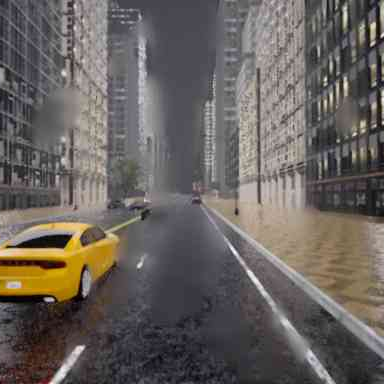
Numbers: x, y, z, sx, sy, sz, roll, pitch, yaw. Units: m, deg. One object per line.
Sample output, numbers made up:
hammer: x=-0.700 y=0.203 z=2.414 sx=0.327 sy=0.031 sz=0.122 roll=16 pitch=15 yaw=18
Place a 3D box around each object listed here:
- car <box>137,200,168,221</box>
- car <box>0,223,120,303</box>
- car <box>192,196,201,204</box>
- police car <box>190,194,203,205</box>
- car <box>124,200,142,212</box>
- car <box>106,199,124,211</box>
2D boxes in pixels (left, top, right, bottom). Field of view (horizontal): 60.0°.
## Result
car: x=-3.142 y=1.650 z=28.525 sx=1.994 sy=1.385 sz=4.181 roll=0 pitch=0 yaw=0
car: x=-3.137 y=1.503 z=8.358 sx=1.882 sy=1.535 sz=5.008 roll=0 pitch=0 yaw=0
car: x=0.993 y=1.673 z=71.704 sx=1.801 sy=1.575 sz=5.366 roll=0 pitch=0 yaw=0
police car: x=0.990 y=1.612 z=61.622 sx=1.930 sy=1.638 sz=5.238 roll=0 pitch=0 yaw=0
car: x=-6.574 y=1.673 z=41.500 sx=2.033 sy=1.411 sz=5.357 roll=0 pitch=0 yaw=0
car: x=-9.820 y=1.636 z=43.333 sx=1.837 sy=1.490 sz=4.892 roll=0 pitch=0 yaw=0
